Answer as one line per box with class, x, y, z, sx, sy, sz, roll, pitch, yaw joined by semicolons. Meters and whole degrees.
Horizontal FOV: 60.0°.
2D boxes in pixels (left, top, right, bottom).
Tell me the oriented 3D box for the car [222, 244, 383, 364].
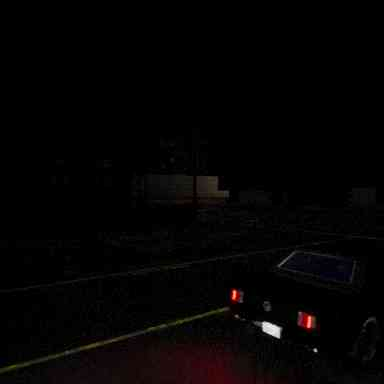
car;2.884;1.601;5.863;4.718;1.301;1.895;0;0;-36
